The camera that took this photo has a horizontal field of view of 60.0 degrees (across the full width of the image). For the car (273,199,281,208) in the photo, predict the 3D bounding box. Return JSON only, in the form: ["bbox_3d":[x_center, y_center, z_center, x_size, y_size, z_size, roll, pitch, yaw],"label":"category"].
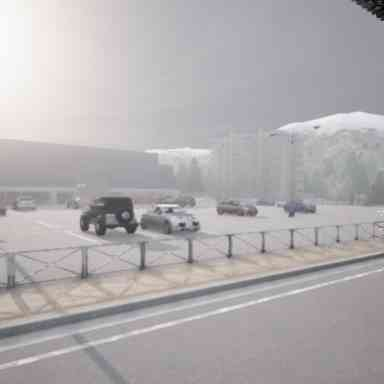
[{"bbox_3d":[15.721,1.881,53.854,1.970,1.475,3.806,1,0,-36],"label":"car"}]

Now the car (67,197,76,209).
[{"bbox_3d":[-13.847,1.291,41.348,2.152,1.636,5.027,1,0,-36],"label":"car"}]

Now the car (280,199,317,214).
[{"bbox_3d":[12.421,1.682,37.926,1.845,1.501,3.633,1,0,-36],"label":"car"}]

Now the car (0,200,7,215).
[{"bbox_3d":[-17.713,1.322,29.472,2.007,1.523,4.514,1,0,-36],"label":"car"}]

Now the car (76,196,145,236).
[{"bbox_3d":[-4.292,1.146,17.107,1.905,1.878,3.866,1,0,-36],"label":"car"}]

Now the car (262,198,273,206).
[{"bbox_3d":[13.799,1.903,61.617,1.845,1.501,3.633,1,0,-36],"label":"car"}]

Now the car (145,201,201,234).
[{"bbox_3d":[-1.240,1.469,18.554,1.970,1.475,3.806,1,0,-36],"label":"car"}]

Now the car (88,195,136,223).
[{"bbox_3d":[-6.227,1.203,25.412,1.932,1.855,4.605,1,0,-36],"label":"car"}]

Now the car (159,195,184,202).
[{"bbox_3d":[-3.468,1.361,48.830,1.905,1.878,3.866,1,0,-36],"label":"car"}]

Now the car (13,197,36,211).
[{"bbox_3d":[-18.864,1.296,37.333,1.970,1.475,3.806,1,0,-36],"label":"car"}]

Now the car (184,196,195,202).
[{"bbox_3d":[-1.352,1.414,50.863,1.932,1.855,4.605,1,0,-36],"label":"car"}]

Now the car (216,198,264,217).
[{"bbox_3d":[4.291,1.546,32.117,2.007,1.523,4.514,1,0,-36],"label":"car"}]
